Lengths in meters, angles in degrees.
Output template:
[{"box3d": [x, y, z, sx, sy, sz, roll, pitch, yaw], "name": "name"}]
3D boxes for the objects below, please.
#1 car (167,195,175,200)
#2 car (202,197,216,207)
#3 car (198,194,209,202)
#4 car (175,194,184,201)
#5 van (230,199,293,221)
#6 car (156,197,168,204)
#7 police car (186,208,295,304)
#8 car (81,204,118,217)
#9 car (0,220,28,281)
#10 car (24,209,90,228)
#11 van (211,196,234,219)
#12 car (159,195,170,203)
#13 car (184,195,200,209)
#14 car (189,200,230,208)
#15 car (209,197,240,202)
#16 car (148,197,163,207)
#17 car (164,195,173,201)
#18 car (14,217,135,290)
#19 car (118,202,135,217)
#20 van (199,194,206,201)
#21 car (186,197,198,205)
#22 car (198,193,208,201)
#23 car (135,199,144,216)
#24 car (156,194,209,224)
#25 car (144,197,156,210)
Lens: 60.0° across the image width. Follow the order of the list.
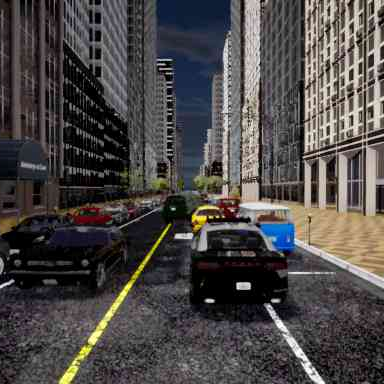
[{"box3d": [-5.775, 1.540, 92.451, 1.947, 1.339, 4.313, -1, 0, 0], "name": "car"}, {"box3d": [2.638, 1.538, 52.672, 2.008, 1.369, 4.403, -1, 0, 0], "name": "car"}, {"box3d": [2.617, 1.296, 75.407, 2.192, 1.841, 5.009, -1, 0, 0], "name": "car"}, {"box3d": [-3.068, 1.330, 82.188, 2.097, 1.767, 4.553, 0, 0, 0], "name": "car"}, {"box3d": [2.669, 1.338, 12.887, 1.690, 1.788, 3.998, -1, 0, 0], "name": "van"}, {"box3d": [-5.752, 1.566, 64.032, 1.802, 1.307, 4.206, -1, 0, 0], "name": "car"}, {"box3d": [0.891, 1.423, 8.341, 1.930, 1.638, 5.238, 0, 0, 0], "name": "police car"}, {"box3d": [-5.714, 1.540, 18.563, 1.887, 1.381, 4.507, -1, 0, 0], "name": "car"}, {"box3d": [-5.705, 1.549, 7.196, 2.008, 1.369, 4.403, -1, 0, 0], "name": "car"}, {"box3d": [-5.710, 1.563, 12.880, 1.947, 1.339, 4.313, -1, 0, 0], "name": "car"}, {"box3d": [2.655, 1.334, 29.938, 1.690, 1.788, 3.998, -1, 0, 0], "name": "van"}, {"box3d": [-5.757, 1.422, 69.716, 1.967, 1.590, 4.097, -1, 0, 0], "name": "car"}, {"box3d": [-0.018, 1.341, 46.142, 2.097, 1.767, 4.553, 0, 0, 0], "name": "car"}, {"box3d": [0.884, 1.451, 18.421, 1.801, 1.575, 5.366, 0, 0, 0], "name": "car"}, {"box3d": [2.659, 1.309, 24.254, 2.192, 1.841, 5.009, -1, 0, 0], "name": "car"}, {"box3d": [-5.742, 1.538, 52.665, 2.008, 1.369, 4.403, -1, 0, 0], "name": "car"}, {"box3d": [-5.765, 1.504, 80.914, 1.752, 1.417, 4.829, -1, 0, 0], "name": "car"}, {"box3d": [-3.006, 1.599, 9.246, 1.895, 1.301, 4.718, 0, 0, 0], "name": "car"}, {"box3d": [-5.720, 1.545, 24.247, 2.008, 1.369, 4.403, -1, 0, 0], "name": "car"}, {"box3d": [2.608, 1.318, 86.774, 1.690, 1.788, 3.998, -1, 0, 0], "name": "van"}, {"box3d": [-0.050, 1.549, 59.242, 1.994, 1.385, 4.181, 0, 0, 0], "name": "car"}, {"box3d": [2.613, 1.294, 81.091, 2.192, 1.841, 5.009, -1, 0, 0], "name": "car"}, {"box3d": [-5.724, 1.575, 29.931, 1.802, 1.307, 4.206, -1, 0, 0], "name": "car"}, {"box3d": [-0.164, 1.215, 24.615, 2.150, 2.045, 5.566, -1, 0, 24], "name": "car"}, {"box3d": [-5.733, 1.541, 41.298, 2.008, 1.369, 4.403, -1, 0, 0], "name": "car"}]
